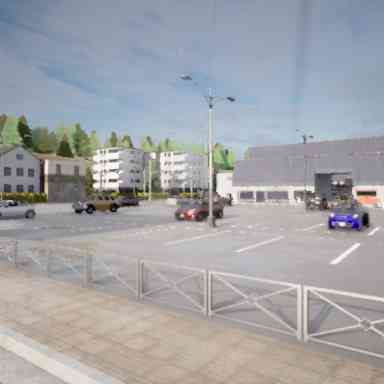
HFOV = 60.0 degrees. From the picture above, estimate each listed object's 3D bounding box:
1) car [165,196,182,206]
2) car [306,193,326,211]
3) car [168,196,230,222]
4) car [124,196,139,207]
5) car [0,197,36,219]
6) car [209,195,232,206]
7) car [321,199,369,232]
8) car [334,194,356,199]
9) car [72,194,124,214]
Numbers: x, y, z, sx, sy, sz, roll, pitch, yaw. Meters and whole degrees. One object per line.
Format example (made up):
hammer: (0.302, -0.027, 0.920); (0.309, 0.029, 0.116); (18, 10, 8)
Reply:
car: (-2.031, 1.253, 47.943); (1.970, 1.475, 3.806); (0, 0, 35)
car: (13.862, 1.084, 37.145); (1.905, 1.878, 3.866); (0, 0, 35)
car: (0.601, 1.308, 24.353); (2.007, 1.523, 4.514); (0, 0, 35)
car: (-9.085, 1.322, 44.289); (2.007, 1.523, 4.514); (0, 0, 35)
car: (-14.025, 1.380, 25.153); (1.970, 1.475, 3.806); (0, 0, 35)
car: (3.402, 1.170, 44.512); (2.152, 1.636, 5.027); (0, 0, 35)
car: (8.746, 1.322, 18.564); (1.845, 1.501, 3.633); (0, 0, 35)
car: (16.475, 1.102, 35.809); (1.932, 1.855, 4.605); (0, 0, 35)
car: (-9.174, 1.116, 32.107); (1.932, 1.855, 4.605); (0, 0, 35)
